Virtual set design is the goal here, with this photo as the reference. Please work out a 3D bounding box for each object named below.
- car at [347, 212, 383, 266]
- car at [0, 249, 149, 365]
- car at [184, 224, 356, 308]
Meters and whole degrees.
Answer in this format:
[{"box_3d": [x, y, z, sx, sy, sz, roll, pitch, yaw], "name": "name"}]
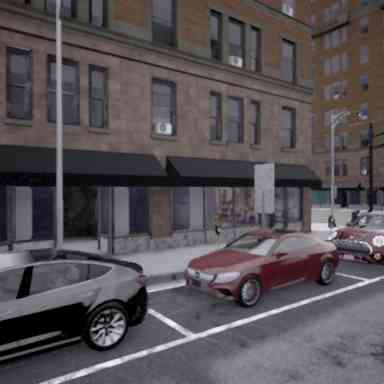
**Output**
[{"box_3d": [6.269, 1.401, 11.019, 4.097, 1.590, 1.967, 0, 0, -36], "name": "car"}, {"box_3d": [-2.681, 1.564, 4.620, 4.313, 1.339, 1.947, 0, 0, -36], "name": "car"}, {"box_3d": [1.794, 1.562, 7.820, 4.206, 1.307, 1.802, 0, 0, -36], "name": "car"}]
